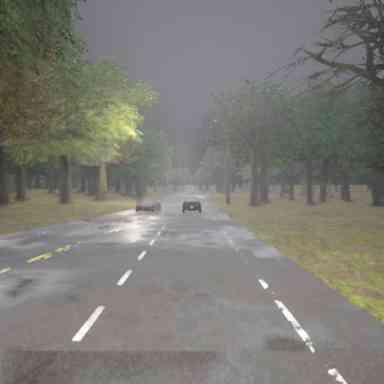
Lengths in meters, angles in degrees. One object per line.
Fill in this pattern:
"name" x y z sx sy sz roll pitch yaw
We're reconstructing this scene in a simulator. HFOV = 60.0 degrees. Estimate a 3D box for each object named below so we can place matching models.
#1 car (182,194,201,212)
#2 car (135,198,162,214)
"car" -0.016 1.334 35.722 1.882 1.535 5.008 0 0 0
"car" -4.368 1.349 33.919 1.882 1.535 5.008 0 0 6
